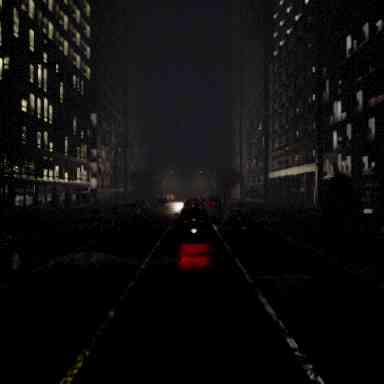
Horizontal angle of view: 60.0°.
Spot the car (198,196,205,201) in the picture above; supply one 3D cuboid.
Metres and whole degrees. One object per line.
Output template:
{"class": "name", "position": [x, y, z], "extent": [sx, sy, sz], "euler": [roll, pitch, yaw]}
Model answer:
{"class": "car", "position": [2.663, 1.829, 93.240], "extent": [2.008, 1.369, 4.403], "euler": [-1, 0, 0]}

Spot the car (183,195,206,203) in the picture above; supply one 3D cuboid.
{"class": "car", "position": [0.093, 1.462, 35.782], "extent": [2.097, 1.767, 4.553], "euler": [0, 0, 0]}

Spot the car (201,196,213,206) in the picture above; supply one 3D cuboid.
{"class": "car", "position": [2.669, 1.621, 59.138], "extent": [1.967, 1.590, 4.097], "euler": [-1, 0, 0]}

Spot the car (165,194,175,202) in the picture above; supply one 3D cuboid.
{"class": "car", "position": [-5.719, 1.577, 87.555], "extent": [2.192, 1.841, 5.009], "euler": [-1, 0, 0]}

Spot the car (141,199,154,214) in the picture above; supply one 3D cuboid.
{"class": "car", "position": [-5.707, 1.552, 36.402], "extent": [1.967, 1.590, 4.097], "euler": [-1, 0, 0]}

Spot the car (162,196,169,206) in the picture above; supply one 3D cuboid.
{"class": "car", "position": [-5.711, 1.746, 59.136], "extent": [1.947, 1.339, 4.313], "euler": [-1, 0, 0]}

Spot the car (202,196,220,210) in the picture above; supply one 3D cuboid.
{"class": "car", "position": [2.670, 1.462, 47.772], "extent": [2.192, 1.841, 5.009], "euler": [-1, 0, 0]}

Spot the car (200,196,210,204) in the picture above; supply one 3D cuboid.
{"class": "car", "position": [2.666, 1.654, 70.506], "extent": [1.967, 1.590, 4.097], "euler": [-1, 0, 0]}

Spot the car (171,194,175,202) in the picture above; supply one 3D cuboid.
{"class": "car", "position": [-5.716, 1.686, 81.871], "extent": [1.967, 1.590, 4.097], "euler": [-1, 0, 0]}

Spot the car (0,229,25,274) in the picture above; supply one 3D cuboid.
{"class": "car", "position": [-5.700, 1.576, 7.984], "extent": [2.008, 1.369, 4.403], "euler": [-1, 0, 0]}

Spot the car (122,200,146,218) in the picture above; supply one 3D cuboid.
{"class": "car", "position": [-5.704, 1.677, 30.718], "extent": [1.802, 1.307, 4.206], "euler": [-1, 0, 0]}

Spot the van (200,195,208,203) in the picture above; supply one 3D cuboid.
{"class": "van", "position": [2.664, 1.571, 76.189], "extent": [1.690, 1.788, 3.998], "euler": [-1, 0, 0]}

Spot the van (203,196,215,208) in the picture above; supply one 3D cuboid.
{"class": "van", "position": [2.669, 1.505, 53.455], "extent": [1.690, 1.788, 3.998], "euler": [-1, 0, 0]}

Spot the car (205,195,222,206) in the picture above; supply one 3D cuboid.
{"class": "car", "position": [2.671, 1.445, 42.088], "extent": [2.192, 1.841, 5.009], "euler": [-1, 0, 0]}

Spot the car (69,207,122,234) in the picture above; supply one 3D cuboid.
{"class": "car", "position": [-5.702, 1.611, 19.350], "extent": [2.008, 1.369, 4.403], "euler": [-1, 0, 0]}

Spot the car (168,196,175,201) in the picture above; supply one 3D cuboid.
{"class": "car", "position": [-5.718, 1.860, 93.238], "extent": [1.802, 1.307, 4.206], "euler": [-1, 0, 0]}

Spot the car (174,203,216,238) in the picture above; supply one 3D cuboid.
{"class": "car", "position": [0.097, 1.560, 17.909], "extent": [1.837, 1.490, 4.892], "euler": [0, 0, 0]}

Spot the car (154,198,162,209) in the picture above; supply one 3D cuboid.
{"class": "car", "position": [-5.708, 1.672, 47.599], "extent": [1.752, 1.417, 4.829], "euler": [-1, 0, 0]}

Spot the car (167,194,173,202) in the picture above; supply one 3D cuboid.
{"class": "car", "position": [-5.713, 1.764, 70.504], "extent": [2.008, 1.369, 4.403], "euler": [-1, 0, 0]}

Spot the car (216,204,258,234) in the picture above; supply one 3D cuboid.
{"class": "car", "position": [2.679, 1.611, 19.352], "extent": [2.008, 1.369, 4.403], "euler": [-1, 0, 0]}
